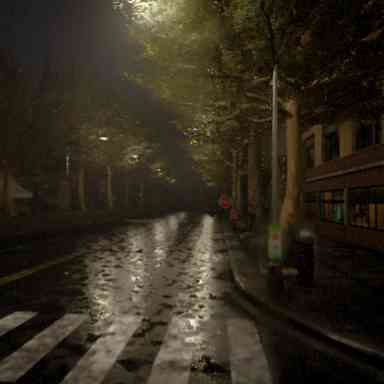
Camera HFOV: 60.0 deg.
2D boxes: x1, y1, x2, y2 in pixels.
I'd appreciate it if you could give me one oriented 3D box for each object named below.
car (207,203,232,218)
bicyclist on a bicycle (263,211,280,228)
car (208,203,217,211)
[{"bbox_3d":[4.754,2.778,49.831,5.566,2.045,2.150,2,-2,-38],"label":"car"},{"bbox_3d":[5.267,2.005,21.190,1.656,1.620,0.582,0,-2,4],"label":"bicyclist on a bicycle"},{"bbox_3d":[5.669,4.081,92.537,2.435,2.045,5.566,1,-2,4],"label":"car"}]
